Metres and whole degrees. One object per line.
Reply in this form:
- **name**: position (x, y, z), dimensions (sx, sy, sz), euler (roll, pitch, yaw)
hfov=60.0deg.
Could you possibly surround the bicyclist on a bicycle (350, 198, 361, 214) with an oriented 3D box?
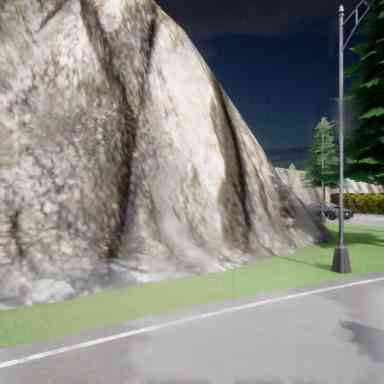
- **bicyclist on a bicycle**: position (16.381, 1.453, 33.343), dimensions (1.656, 1.620, 0.582), euler (0, 0, -28)

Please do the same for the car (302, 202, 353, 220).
- **car**: position (11.298, 1.564, 27.960), dimensions (1.994, 1.385, 4.181), euler (0, 0, -27)
